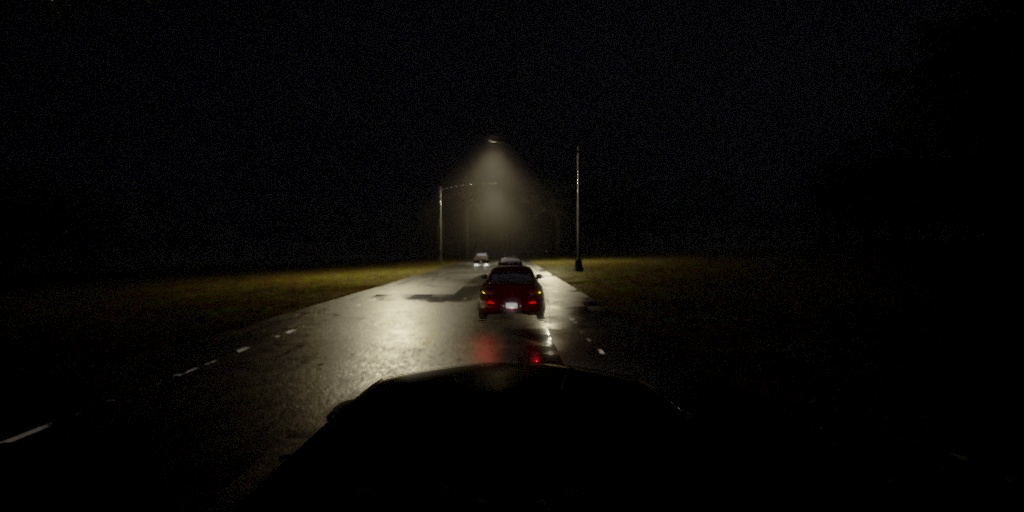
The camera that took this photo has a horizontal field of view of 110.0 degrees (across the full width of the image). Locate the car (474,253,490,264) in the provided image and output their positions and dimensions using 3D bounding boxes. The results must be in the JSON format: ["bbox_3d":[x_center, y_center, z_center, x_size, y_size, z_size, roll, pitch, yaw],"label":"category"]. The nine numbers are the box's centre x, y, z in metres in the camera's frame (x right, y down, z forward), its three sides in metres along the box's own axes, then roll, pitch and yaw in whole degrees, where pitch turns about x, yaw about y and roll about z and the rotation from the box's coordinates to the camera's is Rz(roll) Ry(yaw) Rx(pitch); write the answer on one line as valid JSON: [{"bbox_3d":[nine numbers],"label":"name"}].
[{"bbox_3d":[-3.975,0.260,47.705,2.033,1.411,5.357,0,1,0],"label":"car"}]

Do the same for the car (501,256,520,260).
[{"bbox_3d":[-0.138,0.707,26.639,2.033,1.411,5.357,0,1,0],"label":"car"}]

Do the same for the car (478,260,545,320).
[{"bbox_3d":[-0.010,1.019,11.250,1.812,1.442,4.674,0,1,0],"label":"car"}]
